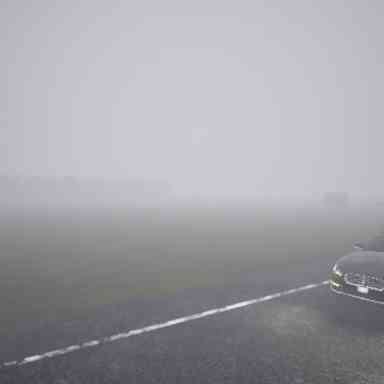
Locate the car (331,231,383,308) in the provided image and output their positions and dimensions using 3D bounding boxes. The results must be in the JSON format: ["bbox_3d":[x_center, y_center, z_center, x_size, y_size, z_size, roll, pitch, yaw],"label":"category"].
[{"bbox_3d":[5.118,1.577,7.524,4.892,1.490,1.837,1,-1,-35],"label":"car"}]
